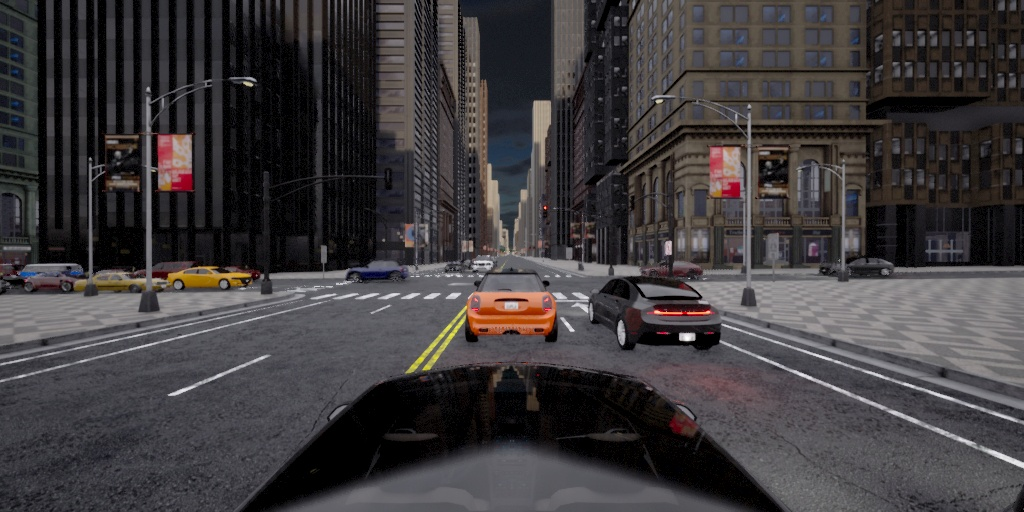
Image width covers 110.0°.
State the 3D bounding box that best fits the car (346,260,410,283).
[{"bbox_3d":[-10.447,1.126,27.980,4.553,1.767,2.097,-1,0,0],"label":"car"}]

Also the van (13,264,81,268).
[{"bbox_3d":[-39.296,1.576,30.655,3.998,1.789,1.690,0,0,0],"label":"van"}]

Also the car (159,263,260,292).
[{"bbox_3d":[-20.777,1.487,24.768,5.008,1.535,1.882,-1,0,0],"label":"car"}]

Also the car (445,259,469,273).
[{"bbox_3d":[-6.688,1.289,42.474,1.994,1.385,4.181,0,0,0],"label":"car"}]

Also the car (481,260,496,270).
[{"bbox_3d":[-3.446,1.278,53.287,1.994,1.385,4.181,0,0,1],"label":"car"}]

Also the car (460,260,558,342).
[{"bbox_3d":[-0.005,1.100,9.920,2.097,1.767,4.553,0,0,0],"label":"car"}]

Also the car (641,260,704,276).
[{"bbox_3d":[12.508,1.067,28.271,4.674,1.442,1.812,-1,0,4],"label":"car"}]

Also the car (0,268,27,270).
[{"bbox_3d":[-36.917,1.816,27.971,4.718,1.301,1.895,-1,0,0],"label":"car"}]

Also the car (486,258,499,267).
[{"bbox_3d":[-3.450,1.192,63.554,2.128,1.511,4.902,0,0,0],"label":"car"}]

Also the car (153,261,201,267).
[{"bbox_3d":[-29.122,1.412,30.643,5.009,1.841,2.192,0,0,0],"label":"car"}]

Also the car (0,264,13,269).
[{"bbox_3d":[-44.383,1.619,30.661,5.009,1.841,2.192,0,0,0],"label":"car"}]

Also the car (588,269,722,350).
[{"bbox_3d":[3.237,1.253,9.059,1.837,1.490,4.892,0,0,0],"label":"car"}]

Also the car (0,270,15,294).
[{"bbox_3d":[-33.817,1.749,22.110,4.403,1.370,2.007,0,0,0],"label":"car"}]

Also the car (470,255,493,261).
[{"bbox_3d":[-3.440,0.946,43.315,2.150,2.045,5.566,0,0,0],"label":"car"}]

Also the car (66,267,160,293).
[{"bbox_3d":[-23.876,1.591,22.109,4.829,1.417,1.751,0,0,0],"label":"car"}]

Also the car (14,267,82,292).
[{"bbox_3d":[-30.775,1.709,24.783,4.181,1.385,1.994,-1,0,1],"label":"car"}]

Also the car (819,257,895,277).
[{"bbox_3d":[26.829,0.856,28.001,4.892,1.490,1.837,0,0,0],"label":"car"}]
